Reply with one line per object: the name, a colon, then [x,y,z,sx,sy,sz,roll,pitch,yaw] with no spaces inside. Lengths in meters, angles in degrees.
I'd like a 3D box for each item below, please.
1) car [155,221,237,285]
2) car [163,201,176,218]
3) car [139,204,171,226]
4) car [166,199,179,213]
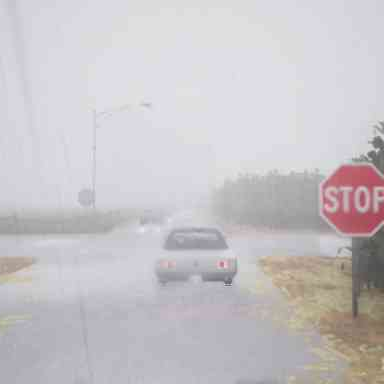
car: [0.092,1.687,9.699,1.895,1.301,4.718,0,-1,0]
car: [-3.196,2.159,38.426,1.882,1.535,5.008,0,-1,0]
car: [-3.198,2.033,28.233,2.033,1.411,5.357,0,-1,0]
car: [-3.135,2.086,51.247,2.150,2.045,5.566,0,0,0]
